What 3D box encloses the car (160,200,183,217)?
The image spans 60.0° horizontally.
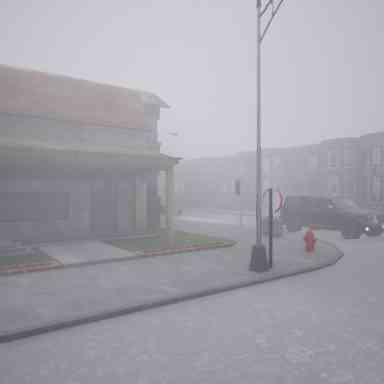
[{"bbox_3d":[-2.774,1.483,31.705,2.128,1.511,4.902,0,0,-35],"label":"car"}]

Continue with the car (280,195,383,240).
[{"bbox_3d":[7.192,1.213,17.409,2.150,2.045,5.566,0,0,-33],"label":"car"}]
